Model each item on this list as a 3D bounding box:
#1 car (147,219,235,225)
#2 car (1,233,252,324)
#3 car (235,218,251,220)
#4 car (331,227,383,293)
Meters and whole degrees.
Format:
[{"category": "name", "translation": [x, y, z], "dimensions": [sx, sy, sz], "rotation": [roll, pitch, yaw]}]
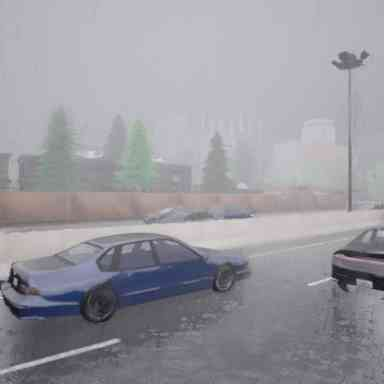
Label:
[{"category": "car", "translation": [-0.256, 1.709, 17.366], "dimensions": [4.892, 1.490, 1.837], "rotation": [1, -1, -40]}, {"category": "car", "translation": [-1.085, 1.632, 7.346], "dimensions": [5.357, 1.411, 2.033], "rotation": [1, -1, -38]}, {"category": "car", "translation": [2.302, 1.643, 24.240], "dimensions": [4.553, 1.767, 2.097], "rotation": [1, -1, -41]}, {"category": "car", "translation": [5.233, 1.601, 8.057], "dimensions": [4.902, 1.511, 2.128], "rotation": [1, -1, -40]}]
